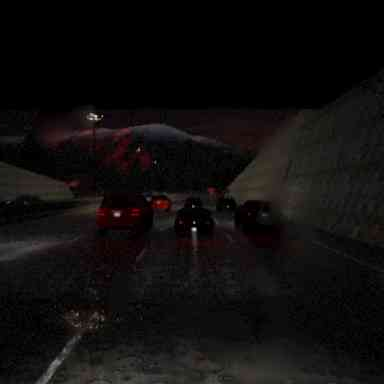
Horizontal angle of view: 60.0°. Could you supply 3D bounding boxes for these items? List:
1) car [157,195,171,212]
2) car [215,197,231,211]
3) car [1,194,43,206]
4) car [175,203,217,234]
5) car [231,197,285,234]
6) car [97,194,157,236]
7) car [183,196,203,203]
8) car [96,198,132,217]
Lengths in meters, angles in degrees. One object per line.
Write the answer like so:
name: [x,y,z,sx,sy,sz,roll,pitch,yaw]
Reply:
car: [-3.365,1.097,35.548,2.097,1.767,4.553,0,0,0]
car: [3.636,1.234,35.821,2.128,1.511,4.902,0,0,0]
car: [-17.559,1.100,35.170,2.097,1.767,4.553,0,0,0]
car: [0.112,1.470,18.112,1.895,1.301,4.718,0,0,0]
car: [3.614,1.219,18.480,2.097,1.767,4.553,0,0,0]
car: [-3.388,1.094,17.747,2.150,2.045,5.566,0,0,0]
car: [0.136,1.247,35.910,1.837,1.490,4.892,0,0,0]
car: [-6.872,1.332,29.968,2.033,1.411,5.357,0,0,0]
